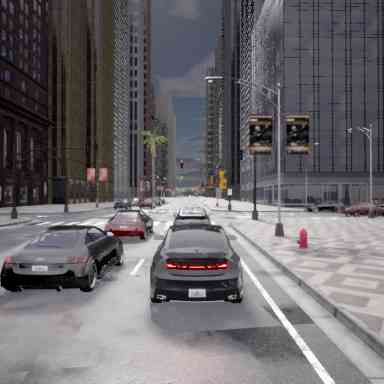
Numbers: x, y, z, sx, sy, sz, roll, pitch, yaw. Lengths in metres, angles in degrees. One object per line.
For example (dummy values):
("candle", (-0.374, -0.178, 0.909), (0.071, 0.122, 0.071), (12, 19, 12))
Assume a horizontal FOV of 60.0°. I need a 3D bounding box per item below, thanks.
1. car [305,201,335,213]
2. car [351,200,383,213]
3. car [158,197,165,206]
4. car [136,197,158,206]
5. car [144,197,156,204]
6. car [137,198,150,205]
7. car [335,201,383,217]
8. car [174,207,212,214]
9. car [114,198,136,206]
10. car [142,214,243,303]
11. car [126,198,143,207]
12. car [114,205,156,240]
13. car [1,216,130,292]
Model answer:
("car", (15.131, 1.660, 37.771), (4.313, 1.339, 1.947), (0, 0, -1))
("car", (20.771, 1.641, 37.867), (4.313, 1.339, 1.947), (0, 0, -1))
("car", (-6.656, 1.652, 60.074), (2.097, 1.767, 4.553), (0, 0, 0))
("car", (-6.667, 1.706, 50.037), (1.882, 1.535, 5.008), (0, 0, 0))
("car", (-9.863, 1.986, 78.342), (2.033, 1.411, 5.357), (0, 0, 0))
("car", (-9.852, 1.923, 67.748), (1.994, 1.385, 4.181), (0, 0, 1))
("car", (15.274, 1.576, 29.247), (4.206, 1.307, 1.802), (0, 0, -1))
("car", (0.025, 1.529, 17.526), (2.128, 1.511, 4.902), (0, 0, 0))
("car", (-9.918, 1.765, 48.307), (2.033, 1.411, 5.357), (0, 0, 0))
("car", (0.089, 1.515, 8.204), (1.837, 1.490, 4.892), (0, 0, 0))
("car", (-9.915, 1.775, 57.862), (2.128, 1.511, 4.902), (0, 0, 0))
("car", (-3.174, 1.601, 17.379), (1.994, 1.385, 4.181), (0, 0, 0))
("car", (-3.168, 1.576, 8.979), (1.994, 1.385, 4.181), (0, 0, 1))
